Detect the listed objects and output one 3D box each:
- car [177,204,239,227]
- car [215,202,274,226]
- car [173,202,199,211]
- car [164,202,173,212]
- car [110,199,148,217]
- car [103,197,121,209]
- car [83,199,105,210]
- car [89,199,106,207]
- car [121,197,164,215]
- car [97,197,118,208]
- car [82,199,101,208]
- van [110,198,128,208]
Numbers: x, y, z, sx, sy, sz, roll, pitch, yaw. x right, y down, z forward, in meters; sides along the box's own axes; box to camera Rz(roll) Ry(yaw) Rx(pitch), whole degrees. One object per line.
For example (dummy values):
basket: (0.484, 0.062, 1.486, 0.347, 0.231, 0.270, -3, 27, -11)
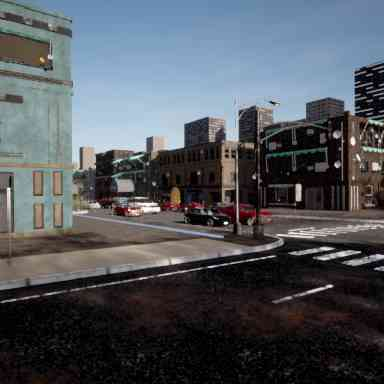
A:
car: (1.084, 1.814, 24.902, 1.947, 1.339, 4.313, -2, 0, -36)
car: (3.987, 1.685, 25.497, 1.882, 1.535, 5.008, -1, 0, -35)
car: (-0.074, 1.903, 41.137, 1.802, 1.307, 4.206, -2, 0, -36)
car: (-3.293, 1.965, 45.638, 1.802, 1.307, 4.206, -2, 0, -36)
car: (-6.892, 1.846, 36.259, 1.967, 1.590, 4.097, -1, 0, -36)
car: (-13.428, 2.066, 55.370, 1.837, 1.490, 4.892, -1, 0, -36)
car: (-16.343, 2.171, 54.115, 1.812, 1.442, 4.674, -1, 0, -36)
car: (-19.395, 2.227, 68.148, 1.887, 1.381, 4.507, -1, 0, -36)
car: (-5.962, 1.619, 39.443, 2.150, 2.045, 5.566, -1, 0, -35)
car: (-16.180, 1.939, 63.646, 2.192, 1.841, 5.009, -1, 0, -36)
car: (-19.206, 2.159, 63.449, 2.128, 1.511, 4.902, -1, 0, -36)
van: (-12.960, 1.906, 59.144, 1.690, 1.788, 3.998, -1, 0, -36)
